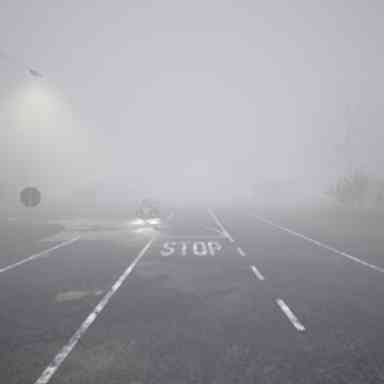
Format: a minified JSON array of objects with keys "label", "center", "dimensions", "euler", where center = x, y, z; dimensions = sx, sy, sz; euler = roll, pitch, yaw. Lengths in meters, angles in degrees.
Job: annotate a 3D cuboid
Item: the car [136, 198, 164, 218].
[{"label":"car","center":[-3.455,1.259,27.710],"dimensions":[2.128,1.511,4.902],"euler":[0,0,0]}]
